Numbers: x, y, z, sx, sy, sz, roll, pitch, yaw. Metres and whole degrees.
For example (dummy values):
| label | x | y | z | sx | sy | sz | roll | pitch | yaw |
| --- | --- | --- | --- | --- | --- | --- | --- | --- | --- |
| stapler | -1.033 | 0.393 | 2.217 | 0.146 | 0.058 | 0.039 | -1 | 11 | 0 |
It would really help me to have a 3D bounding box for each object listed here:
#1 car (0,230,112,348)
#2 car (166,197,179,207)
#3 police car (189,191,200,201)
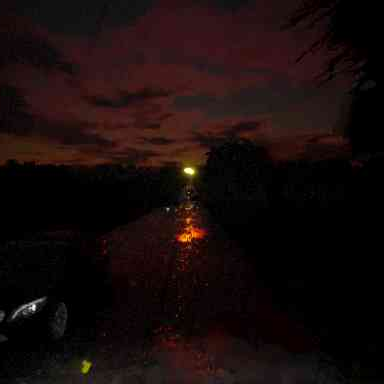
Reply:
| label | x | y | z | sx | sy | sz | roll | pitch | yaw |
| --- | --- | --- | --- | --- | --- | --- | --- | --- | --- |
| car | -2.853 | 1.526 | 6.481 | 1.812 | 1.442 | 4.674 | 0 | 0 | 0 |
| car | -2.840 | 1.501 | 49.431 | 2.033 | 1.411 | 5.357 | 0 | 0 | 0 |
| police car | 0.808 | 1.207 | 74.144 | 1.930 | 1.638 | 5.238 | 0 | 1 | 0 |
